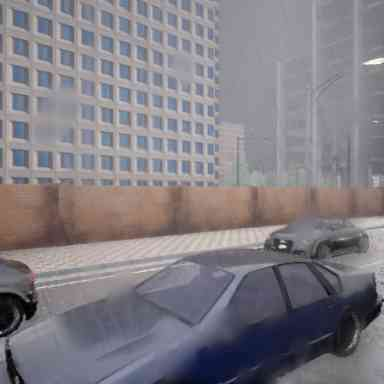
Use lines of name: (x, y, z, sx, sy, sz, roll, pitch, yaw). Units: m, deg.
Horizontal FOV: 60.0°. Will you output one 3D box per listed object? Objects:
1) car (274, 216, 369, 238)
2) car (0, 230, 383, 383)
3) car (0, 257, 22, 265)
car: (4.490, 1.564, 11.827, 4.181, 1.385, 1.994, 0, 0, -37)
car: (0.547, 1.547, 4.433, 5.357, 1.411, 2.033, 0, 0, -37)
car: (-4.586, 1.564, 4.927, 4.181, 1.385, 1.994, 0, 0, -37)
